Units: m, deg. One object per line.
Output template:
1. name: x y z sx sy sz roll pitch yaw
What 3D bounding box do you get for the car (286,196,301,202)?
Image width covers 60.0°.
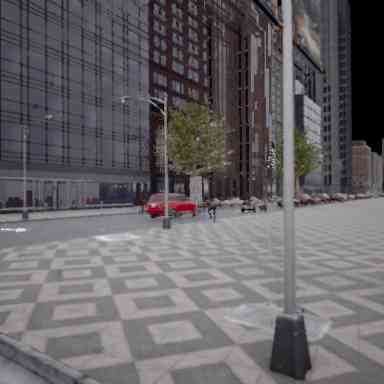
1. car: 21.915 1.457 71.861 1.947 1.339 4.313 -1 0 35

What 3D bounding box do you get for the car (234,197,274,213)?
1. car: 6.496 1.448 34.527 1.947 1.339 4.313 0 0 35

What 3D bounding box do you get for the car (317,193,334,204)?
1. car: 22.514 1.144 57.729 2.192 1.841 5.009 -1 0 35

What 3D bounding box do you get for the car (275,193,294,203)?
1. car: 18.708 1.215 67.221 2.192 1.841 5.009 -1 0 35

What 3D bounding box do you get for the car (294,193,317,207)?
1. car: 16.106 1.162 48.450 2.192 1.841 5.009 -1 0 35

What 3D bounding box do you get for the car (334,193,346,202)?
1. car: 28.922 1.126 67.010 2.192 1.841 5.009 -1 0 35

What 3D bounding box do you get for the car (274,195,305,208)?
1. car: 12.904 1.402 43.808 1.887 1.381 4.507 -1 0 35

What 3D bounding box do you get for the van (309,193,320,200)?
1. van: 31.524 1.226 85.784 1.690 1.788 3.998 -1 0 35

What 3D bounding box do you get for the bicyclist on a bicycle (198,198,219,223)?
1. bicyclist on a bicycle: 1.045 1.196 21.421 1.656 1.620 0.582 -1 0 35

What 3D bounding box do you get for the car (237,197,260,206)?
1. car: 9.097 1.493 53.298 1.947 1.339 4.313 -1 0 35

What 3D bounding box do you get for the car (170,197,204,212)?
1. car: -0.517 1.403 39.375 1.967 1.590 4.097 0 0 35

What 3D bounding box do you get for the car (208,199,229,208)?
1. car: 2.689 1.531 44.016 1.802 1.307 4.206 0 0 35

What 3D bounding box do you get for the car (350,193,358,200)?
1. car: 38.534 1.386 80.929 1.802 1.307 4.206 -1 0 35

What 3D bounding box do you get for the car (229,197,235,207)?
1. car: 5.796 1.463 48.516 1.752 1.417 4.829 0 0 35

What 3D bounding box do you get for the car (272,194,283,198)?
1. car: 12.826 1.400 48.251 1.812 1.442 4.674 -1 0 35

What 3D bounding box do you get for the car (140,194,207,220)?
1. car: -1.417 1.157 27.671 2.150 2.045 5.566 -1 0 35

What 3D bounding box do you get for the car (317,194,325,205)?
1. car: 19.311 1.403 53.088 1.947 1.339 4.313 -1 0 35

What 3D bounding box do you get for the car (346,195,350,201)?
1. car: 32.223 1.329 71.789 1.752 1.417 4.829 -1 0 35

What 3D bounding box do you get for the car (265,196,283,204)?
1. car: 15.505 1.454 62.579 1.887 1.381 4.507 -1 0 35
